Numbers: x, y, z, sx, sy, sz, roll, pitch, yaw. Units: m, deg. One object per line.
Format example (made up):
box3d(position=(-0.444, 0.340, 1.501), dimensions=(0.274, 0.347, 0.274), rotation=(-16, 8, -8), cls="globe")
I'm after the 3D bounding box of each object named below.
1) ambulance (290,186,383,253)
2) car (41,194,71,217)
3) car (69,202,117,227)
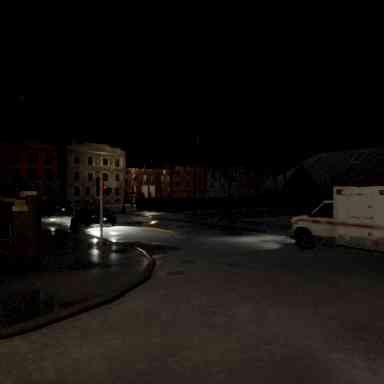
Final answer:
box3d(position=(6.406, 1.031, 11.346), dimensions=(2.351, 2.431, 6.366), rotation=(0, 0, -35), cls="ambulance")
box3d(position=(-13.158, 1.220, 32.188), dimensions=(2.150, 2.045, 5.566), rotation=(0, 0, -35), cls="car")
box3d(position=(-6.737, 1.564, 22.972), dimensions=(1.994, 1.385, 4.181), rotation=(0, 0, -35), cls="car")
